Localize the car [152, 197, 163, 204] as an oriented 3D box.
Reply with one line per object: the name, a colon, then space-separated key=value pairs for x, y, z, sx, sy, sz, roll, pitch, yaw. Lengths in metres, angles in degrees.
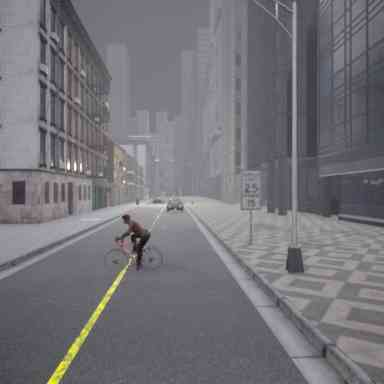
car: x=-6.384 y=1.640 z=62.526 sx=1.895 sy=1.301 sz=4.718 roll=0 pitch=0 yaw=-3

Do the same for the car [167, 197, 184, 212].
car: x=-1.959 y=1.615 z=38.794 sx=1.895 sy=1.301 sz=4.718 roll=0 pitch=0 yaw=-3

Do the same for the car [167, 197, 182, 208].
car: x=-2.567 y=1.514 z=49.351 sx=2.128 sy=1.511 sz=4.902 roll=0 pitch=0 yaw=-2

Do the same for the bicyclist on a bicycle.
bicyclist on a bicycle: x=-1.662 y=1.449 z=9.346 sx=1.656 sy=1.620 sz=0.582 roll=-2 pitch=0 yaw=-3
